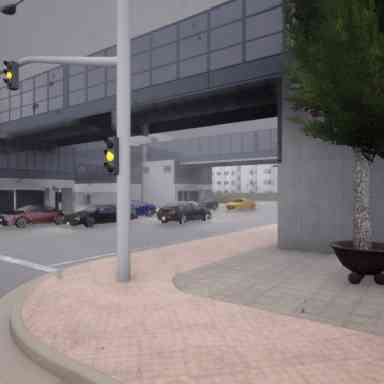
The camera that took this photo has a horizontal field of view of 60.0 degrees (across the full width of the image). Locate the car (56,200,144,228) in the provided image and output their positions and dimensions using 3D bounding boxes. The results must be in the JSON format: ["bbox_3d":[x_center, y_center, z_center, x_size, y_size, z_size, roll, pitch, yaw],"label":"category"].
[{"bbox_3d":[-6.114,1.547,22.726,2.033,1.411,5.357,0,0,36],"label":"car"}]

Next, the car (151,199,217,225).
[{"bbox_3d":[-0.469,1.505,24.208,1.837,1.490,4.892,0,0,36],"label":"car"}]

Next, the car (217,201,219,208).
[{"bbox_3d":[1.305,1.491,38.930,2.128,1.511,4.902,0,0,36],"label":"car"}]

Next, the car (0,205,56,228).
[{"bbox_3d":[-10.702,1.564,22.356,1.994,1.385,4.181,0,0,36],"label":"car"}]

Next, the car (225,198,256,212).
[{"bbox_3d":[5.753,1.478,39.093,1.882,1.535,5.008,0,0,36],"label":"car"}]

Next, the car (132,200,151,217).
[{"bbox_3d":[-5.434,1.478,29.634,1.882,1.535,5.008,0,0,36],"label":"car"}]
